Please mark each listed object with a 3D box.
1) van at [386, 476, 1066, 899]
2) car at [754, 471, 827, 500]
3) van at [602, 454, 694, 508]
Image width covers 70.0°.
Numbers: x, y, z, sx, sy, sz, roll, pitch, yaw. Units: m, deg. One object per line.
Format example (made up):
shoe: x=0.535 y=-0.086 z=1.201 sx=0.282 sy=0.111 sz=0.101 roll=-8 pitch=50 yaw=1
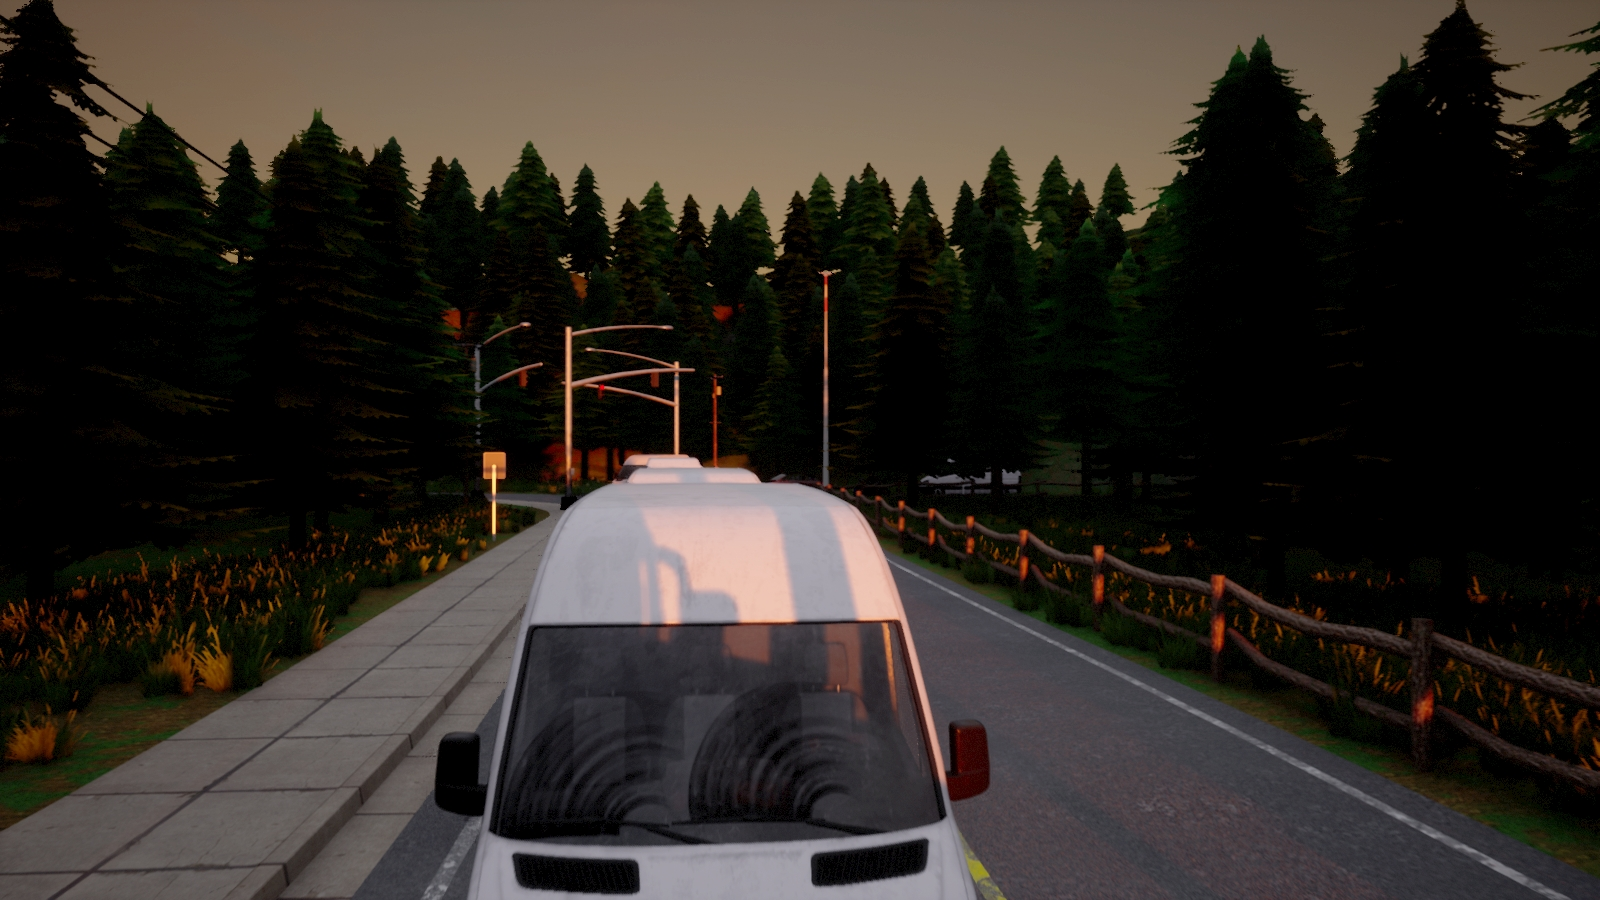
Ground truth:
van: x=-0.484 y=1.494 z=6.287 sx=1.988 sy=2.561 sz=5.915 roll=0 pitch=0 yaw=-6
car: x=-0.532 y=1.979 z=64.130 sx=3.705 sy=1.549 sz=1.789 roll=0 pitch=0 yaw=-22
van: x=-7.460 y=1.474 z=56.969 sx=1.988 sy=2.561 sz=5.915 roll=0 pitch=0 yaw=21
